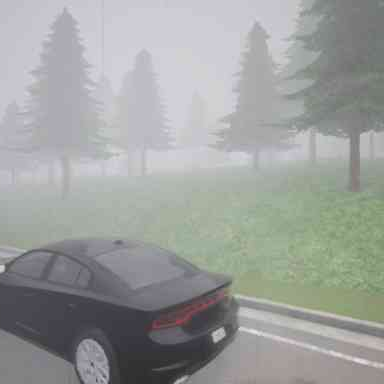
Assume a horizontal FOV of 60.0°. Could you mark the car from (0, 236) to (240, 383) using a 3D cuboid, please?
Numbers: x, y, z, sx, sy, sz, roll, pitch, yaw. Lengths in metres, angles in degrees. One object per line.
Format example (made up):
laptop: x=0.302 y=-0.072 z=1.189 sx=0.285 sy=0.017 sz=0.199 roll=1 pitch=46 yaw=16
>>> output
car: x=-1.711 y=1.447 z=5.197 sx=5.008 sy=1.535 sz=1.882 roll=0 pitch=0 yaw=35
